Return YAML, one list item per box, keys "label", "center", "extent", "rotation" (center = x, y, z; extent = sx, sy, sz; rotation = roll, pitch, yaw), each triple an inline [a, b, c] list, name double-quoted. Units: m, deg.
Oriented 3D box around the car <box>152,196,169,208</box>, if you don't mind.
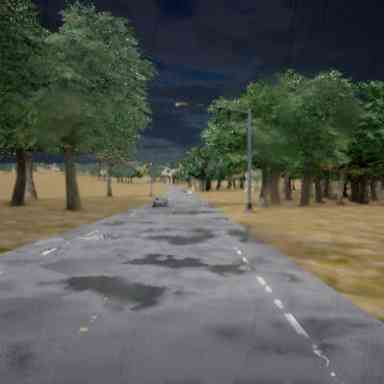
- label: "car"
  center: [-3.899, 1.231, 41.831]
  extent: [1.837, 1.490, 4.892]
  rotation: [0, 0, -1]
